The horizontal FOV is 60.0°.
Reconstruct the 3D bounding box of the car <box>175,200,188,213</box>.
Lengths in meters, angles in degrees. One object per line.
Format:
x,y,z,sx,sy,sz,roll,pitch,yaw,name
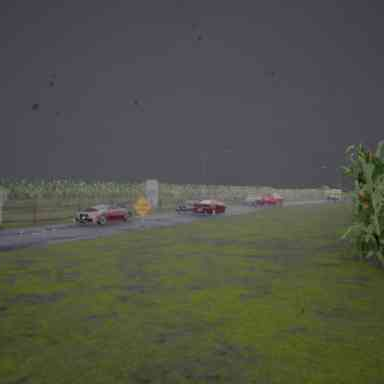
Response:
-0.049,1.497,35.109,1.994,1.385,4.181,1,0,28,car

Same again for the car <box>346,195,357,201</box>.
40.396,1.416,84.495,4.892,1.490,1.837,0,1,-42,car

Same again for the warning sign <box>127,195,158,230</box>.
-2.799,1.123,18.862,1.300,1.860,1.060,1,0,29,warning sign

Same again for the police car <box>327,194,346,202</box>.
33.335,1.344,77.789,1.930,1.638,5.238,1,1,45,police car

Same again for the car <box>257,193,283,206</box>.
12.642,1.163,52.352,2.150,2.045,5.566,1,1,31,car

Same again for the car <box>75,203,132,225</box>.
-6.197,1.513,23.740,1.994,1.385,4.181,1,0,29,car

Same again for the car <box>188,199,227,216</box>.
1.867,1.444,32.479,1.882,1.535,5.008,1,0,28,car

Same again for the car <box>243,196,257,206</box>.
9.781,1.426,53.325,1.837,1.490,4.892,1,0,31,car
